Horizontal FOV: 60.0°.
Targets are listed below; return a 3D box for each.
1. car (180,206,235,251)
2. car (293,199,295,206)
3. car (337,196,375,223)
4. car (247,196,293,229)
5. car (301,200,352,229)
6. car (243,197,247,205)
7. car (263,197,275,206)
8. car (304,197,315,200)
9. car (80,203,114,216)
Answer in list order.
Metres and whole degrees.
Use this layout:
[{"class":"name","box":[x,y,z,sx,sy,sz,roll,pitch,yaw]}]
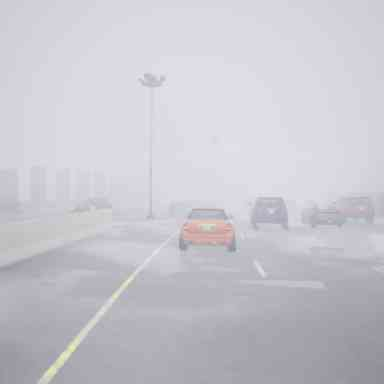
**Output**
[{"class":"car","box":[0.754,1.360,14.390,2.097,1.767,4.553,1,0,5]},{"class":"car","box":[17.417,1.731,59.468,1.994,1.385,4.181,1,0,17]},{"class":"car","box":[12.799,1.345,26.795,2.150,2.045,5.566,0,0,10]},{"class":"car","box":[5.016,1.271,22.121,2.150,2.045,5.566,0,0,8]},{"class":"car","box":[8.654,1.575,22.436,2.128,1.511,4.902,0,0,7]},{"class":"car","box":[10.484,1.626,60.734,1.812,1.442,4.674,1,0,17]},{"class":"car","box":[13.979,1.639,60.205,1.837,1.490,4.892,0,0,17]},{"class":"car","box":[20.807,1.691,58.599,2.128,1.511,4.902,1,0,17]},{"class":"car","box":[-8.342,1.271,28.142,2.097,1.767,4.553,1,0,8]}]
